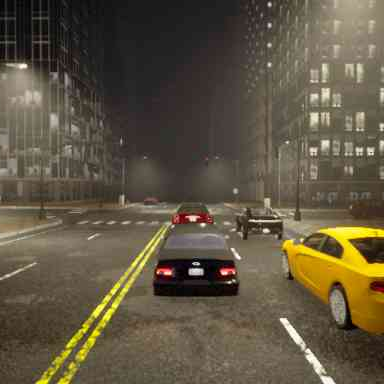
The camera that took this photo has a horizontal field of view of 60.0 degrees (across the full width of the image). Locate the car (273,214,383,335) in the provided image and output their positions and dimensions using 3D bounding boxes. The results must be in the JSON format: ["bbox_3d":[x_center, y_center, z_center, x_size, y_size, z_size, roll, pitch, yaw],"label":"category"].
[{"bbox_3d":[3.325,1.473,6.891,1.882,1.535,5.008,0,0,0],"label":"car"}]

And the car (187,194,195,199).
[{"bbox_3d":[-0.345,1.271,89.810,1.994,1.385,4.181,0,0,0],"label":"car"}]

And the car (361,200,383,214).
[{"bbox_3d":[21.669,1.633,36.974,4.829,1.417,1.752,1,0,1],"label":"car"}]

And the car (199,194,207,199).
[{"bbox_3d":[2.905,1.271,89.822,1.994,1.385,4.181,0,0,0],"label":"car"}]

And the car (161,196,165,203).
[{"bbox_3d":[-6.768,1.517,69.829,1.895,1.301,4.718,0,0,0],"label":"car"}]

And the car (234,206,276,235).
[{"bbox_3d":[3.277,1.478,16.877,2.128,1.511,4.902,0,0,1],"label":"car"}]

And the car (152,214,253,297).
[{"bbox_3d":[0.066,1.541,8.733,2.033,1.411,5.357,0,0,0],"label":"car"}]

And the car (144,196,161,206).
[{"bbox_3d":[-6.793,1.545,54.834,1.895,1.301,4.718,0,0,0],"label":"car"}]

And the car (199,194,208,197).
[{"bbox_3d":[2.944,1.251,79.756,2.097,1.767,4.553,0,0,0],"label":"car"}]

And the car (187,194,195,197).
[{"bbox_3d":[-0.306,1.449,79.775,1.994,1.385,4.181,0,0,0],"label":"car"}]

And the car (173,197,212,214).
[{"bbox_3d":[0.033,1.337,18.047,2.097,1.767,4.553,0,0,0],"label":"car"}]

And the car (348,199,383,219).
[{"bbox_3d":[16.092,1.512,28.665,5.009,1.841,2.192,1,0,1],"label":"car"}]
